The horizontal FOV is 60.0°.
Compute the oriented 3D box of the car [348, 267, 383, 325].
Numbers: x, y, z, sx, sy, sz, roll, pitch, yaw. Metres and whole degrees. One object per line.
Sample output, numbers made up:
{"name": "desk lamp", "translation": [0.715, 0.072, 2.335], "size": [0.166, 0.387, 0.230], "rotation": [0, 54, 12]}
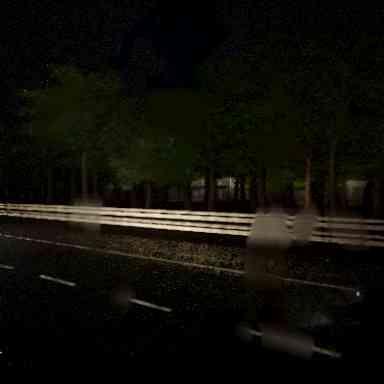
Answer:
{"name": "car", "translation": [5.153, 1.549, 4.492], "size": [5.357, 1.411, 2.033], "rotation": [0, 0, 35]}
